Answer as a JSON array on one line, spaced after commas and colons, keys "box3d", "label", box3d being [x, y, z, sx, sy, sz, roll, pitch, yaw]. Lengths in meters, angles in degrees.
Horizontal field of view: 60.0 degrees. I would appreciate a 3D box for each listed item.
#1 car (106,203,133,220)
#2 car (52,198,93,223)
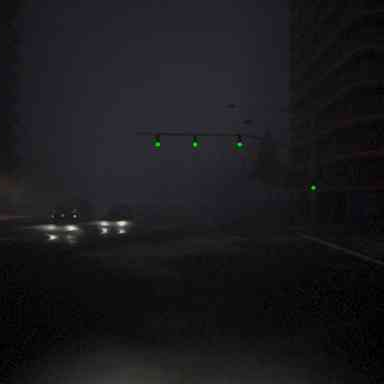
[{"box3d": [-7.052, 1.877, 32.712, 1.882, 1.535, 5.008, 0, -1, 0], "label": "car"}, {"box3d": [-10.568, 1.586, 29.897, 2.150, 2.045, 5.566, 0, -1, -1], "label": "car"}]
